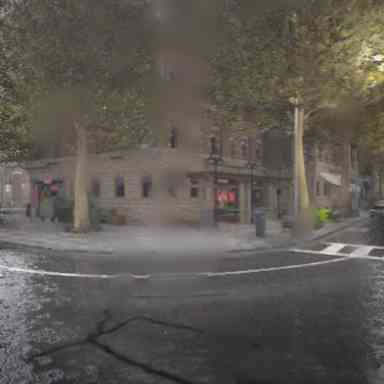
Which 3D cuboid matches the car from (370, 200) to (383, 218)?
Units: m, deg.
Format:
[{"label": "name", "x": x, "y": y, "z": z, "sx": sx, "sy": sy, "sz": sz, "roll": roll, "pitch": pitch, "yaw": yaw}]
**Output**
[{"label": "car", "x": 17.215, "y": 1.491, "z": 29.713, "sx": 2.231, "sy": 1.521, "sz": 4.892, "roll": 0, "pitch": 0, "yaw": 36}]
